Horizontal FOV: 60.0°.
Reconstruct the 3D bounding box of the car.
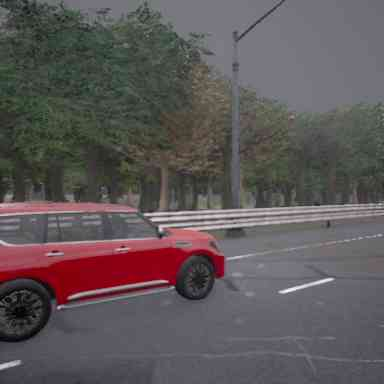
[{"bbox_3d":[-1.909,1.222,6.685,5.566,2.045,2.150,0,0,-35],"label":"car"}]
